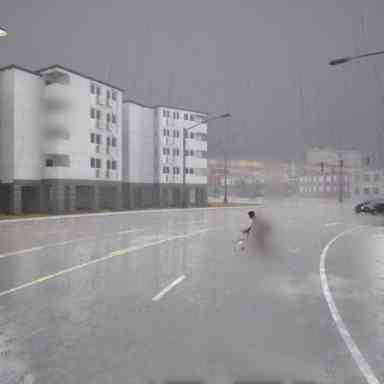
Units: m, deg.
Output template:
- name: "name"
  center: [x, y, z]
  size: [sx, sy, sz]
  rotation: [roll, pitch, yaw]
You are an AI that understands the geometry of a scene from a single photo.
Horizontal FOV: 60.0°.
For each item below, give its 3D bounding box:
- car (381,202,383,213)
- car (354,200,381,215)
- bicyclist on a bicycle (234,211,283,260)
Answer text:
- name: "car"
  center: [20.223, 1.505, 31.247]
  size: [4.892, 1.490, 1.837]
  rotation: [0, 0, -34]
- name: "car"
  center: [18.804, 1.564, 34.506]
  size: [4.181, 1.385, 1.994]
  rotation: [0, 0, -33]
- name: "bicyclist on a bicycle"
  center: [2.166, 1.453, 11.067]
  size: [1.656, 1.620, 0.582]
  rotation: [-2, -1, 23]
